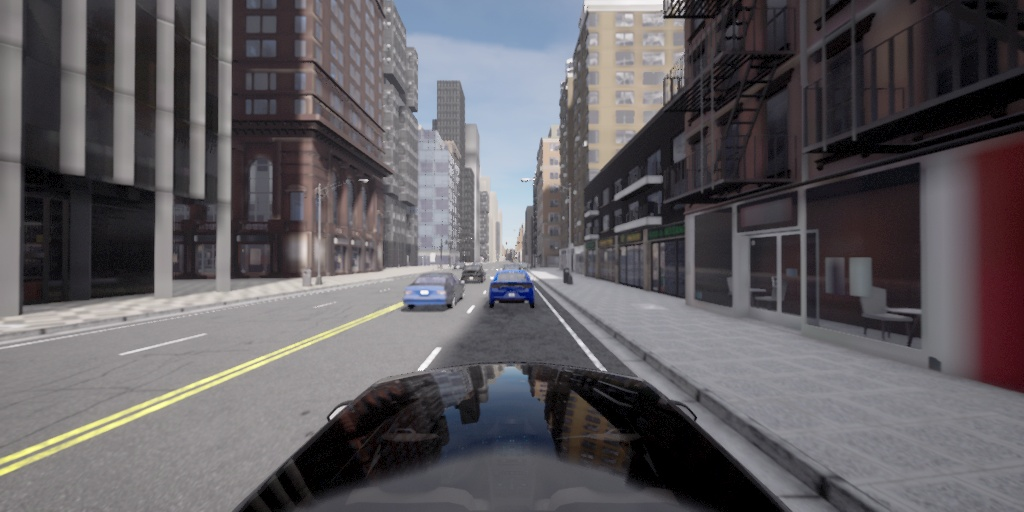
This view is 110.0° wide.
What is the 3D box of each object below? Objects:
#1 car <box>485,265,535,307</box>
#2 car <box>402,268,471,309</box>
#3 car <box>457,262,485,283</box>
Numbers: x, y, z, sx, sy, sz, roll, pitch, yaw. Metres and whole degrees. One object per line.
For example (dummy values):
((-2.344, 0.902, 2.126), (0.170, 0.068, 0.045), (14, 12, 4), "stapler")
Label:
((-0.003, 1.362, 16.318), (1.882, 1.535, 5.008), (0, 0, 0), "car")
((-3.257, 1.427, 15.832), (2.033, 1.411, 5.357), (0, 0, 0), "car")
((-3.264, 1.533, 31.145), (1.837, 1.490, 4.892), (0, 0, 0), "car")
